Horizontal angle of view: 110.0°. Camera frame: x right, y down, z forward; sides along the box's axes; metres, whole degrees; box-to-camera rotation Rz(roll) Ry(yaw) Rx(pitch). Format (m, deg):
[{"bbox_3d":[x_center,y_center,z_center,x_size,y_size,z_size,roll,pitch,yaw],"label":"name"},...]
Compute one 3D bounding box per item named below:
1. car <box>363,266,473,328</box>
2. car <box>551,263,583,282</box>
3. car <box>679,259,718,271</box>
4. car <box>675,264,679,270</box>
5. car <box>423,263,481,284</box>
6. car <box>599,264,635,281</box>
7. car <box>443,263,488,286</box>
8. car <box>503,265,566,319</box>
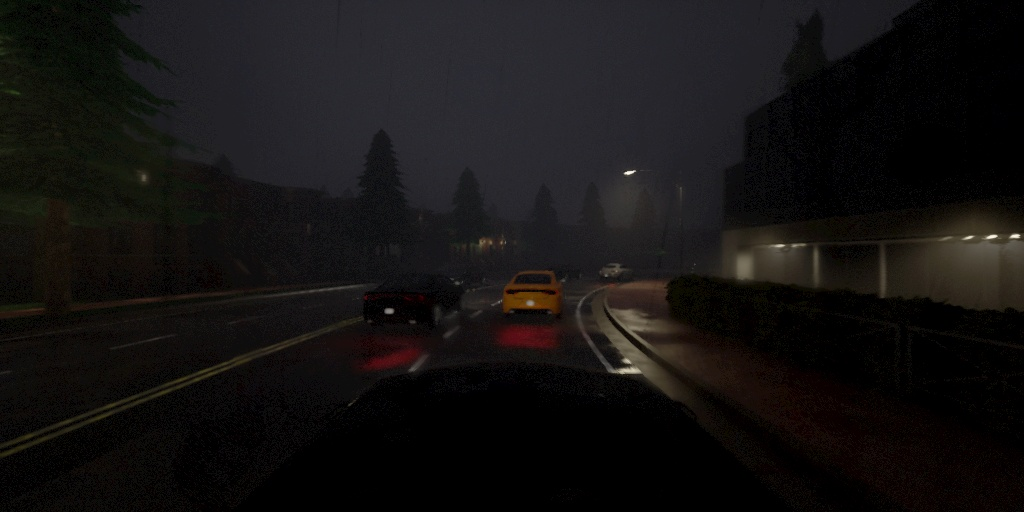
[{"bbox_3d":[-2.852,1.260,11.596,1.882,1.535,5.008,0,0,6],"label":"car"},{"bbox_3d":[4.432,1.350,30.620,1.837,1.490,4.892,-1,-1,33],"label":"car"},{"bbox_3d":[26.958,1.266,51.254,4.553,1.767,2.097,0,0,-16],"label":"car"},{"bbox_3d":[27.548,1.403,55.073,5.008,1.535,1.882,0,0,-15],"label":"car"},{"bbox_3d":[-4.762,1.332,29.116,2.128,1.511,4.902,0,0,28],"label":"car"},{"bbox_3d":[9.110,1.372,31.120,1.812,1.442,4.674,0,0,38],"label":"car"},{"bbox_3d":[-3.317,1.329,23.975,1.837,1.490,4.892,-1,0,23],"label":"car"},{"bbox_3d":[0.924,1.265,13.163,1.882,1.535,5.008,0,0,9],"label":"car"}]
